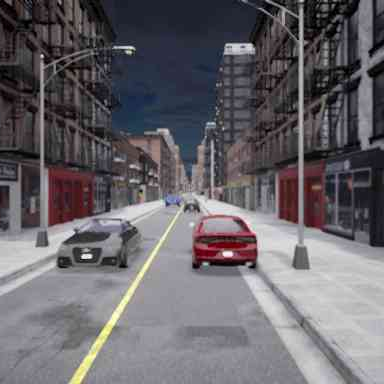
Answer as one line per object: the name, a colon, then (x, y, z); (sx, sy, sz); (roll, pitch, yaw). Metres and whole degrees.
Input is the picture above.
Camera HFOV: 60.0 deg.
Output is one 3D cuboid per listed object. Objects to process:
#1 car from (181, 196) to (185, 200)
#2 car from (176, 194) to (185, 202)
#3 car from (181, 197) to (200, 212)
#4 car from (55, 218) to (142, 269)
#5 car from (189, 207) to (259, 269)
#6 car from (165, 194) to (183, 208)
car: (-0.086, 1.572, 48.556); (2.128, 1.511, 4.902); (0, 0, 0)
car: (-2.922, 1.523, 86.282); (2.097, 1.767, 4.553); (0, 0, 0)
car: (-0.006, 1.583, 38.725); (1.812, 1.442, 4.674); (0, 0, 0)
car: (-2.870, 1.574, 11.068); (1.994, 1.385, 4.181); (0, 0, 0)
car: (0.941, 1.489, 11.257); (1.882, 1.535, 5.008); (0, 0, 0)
car: (-2.941, 1.309, 51.617); (2.150, 2.045, 5.566); (0, 0, 0)
